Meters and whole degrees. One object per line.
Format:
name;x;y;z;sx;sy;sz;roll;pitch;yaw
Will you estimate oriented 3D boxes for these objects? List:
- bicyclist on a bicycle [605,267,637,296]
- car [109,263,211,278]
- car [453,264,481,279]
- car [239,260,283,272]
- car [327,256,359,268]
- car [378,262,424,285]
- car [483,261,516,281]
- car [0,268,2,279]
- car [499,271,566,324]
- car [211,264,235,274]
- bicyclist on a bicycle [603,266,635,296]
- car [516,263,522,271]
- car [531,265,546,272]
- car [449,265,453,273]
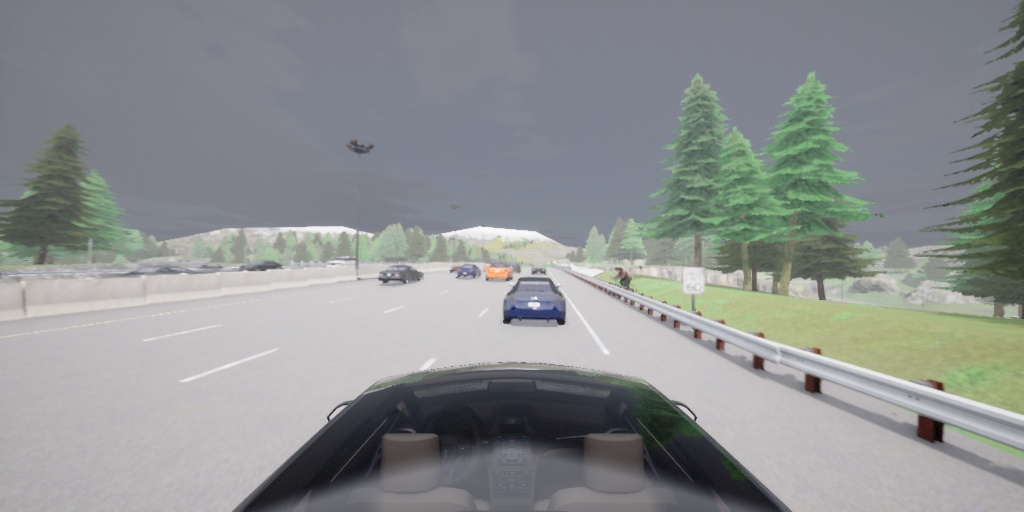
bicyclist on a bicycle;6.200;1.451;20.051;1.656;1.620;0.582;2;0;-2
car;-19.911;1.227;20.157;1.994;1.385;4.181;1;0;5
car;-4.347;1.520;36.758;1.812;1.442;4.674;1;-1;5
car;-28.717;1.212;41.236;1.882;1.535;5.008;1;-1;5
car;-24.281;1.085;51.936;2.150;2.045;5.566;1;-1;5
car;-8.564;1.416;28.012;2.033;1.411;5.357;1;-1;5
car;-1.096;1.362;33.618;2.097;1.767;4.553;1;0;6
car;-30.588;0.739;18.236;2.150;2.045;5.566;1;-1;5
car;0.790;1.417;12.546;1.994;1.385;4.181;1;0;4
car;-26.119;1.273;30.160;1.895;1.301;4.718;1;-1;5
bicyclist on a bicycle;6.286;1.458;21.048;1.656;1.620;0.582;2;-2;28
car;0.330;1.670;51.680;2.128;1.511;4.902;1;0;5
car;3.430;1.769;46.057;1.895;1.301;4.718;1;0;5
car;-7.006;1.661;48.328;1.895;1.301;4.718;1;0;5
